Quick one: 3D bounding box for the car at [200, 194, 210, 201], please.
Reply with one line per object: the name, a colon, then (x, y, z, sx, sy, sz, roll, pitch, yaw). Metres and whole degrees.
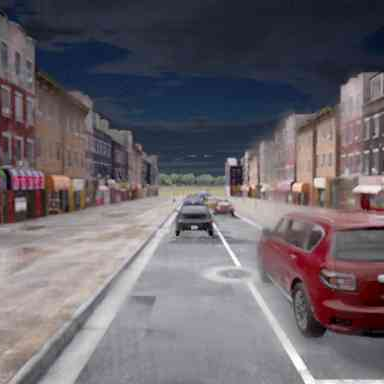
car: (2.673, 1.069, 67.367, 1.802, 1.307, 4.206, -1, 0, 0)

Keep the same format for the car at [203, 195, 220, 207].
car: (2.656, 1.203, 45.237, 2.008, 1.369, 4.403, -1, 0, 0)

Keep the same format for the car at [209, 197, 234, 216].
car: (2.644, 1.360, 28.641, 1.802, 1.307, 4.206, -1, 0, 0)

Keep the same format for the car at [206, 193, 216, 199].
car: (2.651, 1.218, 39.875, 1.752, 1.417, 4.829, -1, 0, 0)

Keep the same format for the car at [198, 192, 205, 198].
car: (2.693, 0.849, 95.028, 1.947, 1.339, 4.313, -1, 0, 0)

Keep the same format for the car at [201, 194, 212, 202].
car: (2.668, 1.094, 61.834, 1.947, 1.339, 4.313, -1, 0, 0)

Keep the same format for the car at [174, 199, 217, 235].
car: (0.113, 1.367, 17.751, 1.837, 1.490, 4.892, 0, 1, 0)

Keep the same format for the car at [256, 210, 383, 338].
car: (2.621, 1.264, 6.509, 2.192, 1.841, 5.009, -1, 0, 0)

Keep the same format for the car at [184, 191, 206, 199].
car: (0.127, 1.078, 35.433, 2.097, 1.767, 4.553, 0, 0, 0)

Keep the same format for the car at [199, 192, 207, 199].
car: (2.682, 0.804, 83.963, 1.967, 1.590, 4.097, -1, 0, 0)

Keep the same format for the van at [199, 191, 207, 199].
van: (2.676, 0.746, 78.430, 1.690, 1.788, 3.998, -1, 0, 0)
